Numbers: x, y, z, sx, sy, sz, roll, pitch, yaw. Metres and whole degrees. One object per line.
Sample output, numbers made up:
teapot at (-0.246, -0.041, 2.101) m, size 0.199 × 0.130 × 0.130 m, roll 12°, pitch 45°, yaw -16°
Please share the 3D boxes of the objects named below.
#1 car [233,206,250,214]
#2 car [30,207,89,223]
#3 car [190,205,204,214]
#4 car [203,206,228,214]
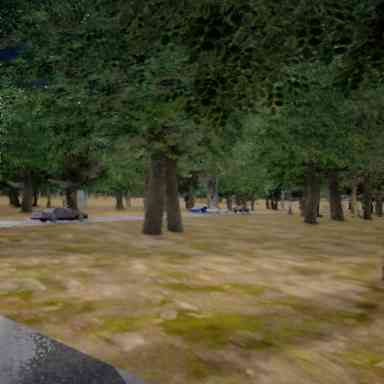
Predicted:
car at (9.907, 3.496, 66.071) m, size 1.837 × 1.490 × 4.892 m, roll -1°, pitch -3°, yaw 33°
car at (-12.500, 2.157, 31.691) m, size 2.033 × 1.411 × 5.357 m, roll -1°, pitch -2°, yaw 33°
car at (1.485, 3.087, 58.727) m, size 1.882 × 1.535 × 5.008 m, roll -1°, pitch -3°, yaw 34°
car at (4.463, 3.208, 57.650) m, size 1.895 × 1.301 × 4.718 m, roll -1°, pitch -2°, yaw 34°
